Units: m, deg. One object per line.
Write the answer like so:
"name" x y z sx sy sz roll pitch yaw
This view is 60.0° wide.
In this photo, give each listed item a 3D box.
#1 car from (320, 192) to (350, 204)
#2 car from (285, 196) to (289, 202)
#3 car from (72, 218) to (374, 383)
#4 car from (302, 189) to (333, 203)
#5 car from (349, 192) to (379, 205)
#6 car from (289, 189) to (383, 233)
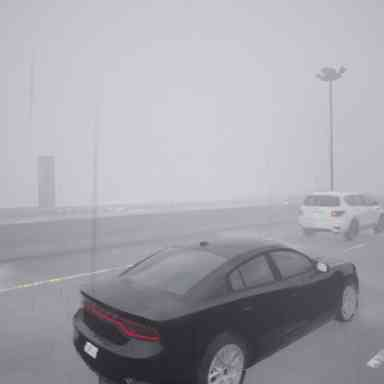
"car" 20.158 0.847 46.688 5.008 1.535 1.882 -1 0 -42
"car" 16.674 0.936 52.970 4.181 1.385 1.994 -1 1 -42
"car" 0.786 1.431 5.100 5.008 1.535 1.882 -1 1 -42
"car" 19.065 0.582 50.414 5.566 2.045 2.150 -1 0 -42
"car" 23.084 0.822 44.614 5.008 1.535 1.882 -1 0 -42
"car" 7.165 1.006 15.655 5.566 2.045 2.150 -1 1 -42
